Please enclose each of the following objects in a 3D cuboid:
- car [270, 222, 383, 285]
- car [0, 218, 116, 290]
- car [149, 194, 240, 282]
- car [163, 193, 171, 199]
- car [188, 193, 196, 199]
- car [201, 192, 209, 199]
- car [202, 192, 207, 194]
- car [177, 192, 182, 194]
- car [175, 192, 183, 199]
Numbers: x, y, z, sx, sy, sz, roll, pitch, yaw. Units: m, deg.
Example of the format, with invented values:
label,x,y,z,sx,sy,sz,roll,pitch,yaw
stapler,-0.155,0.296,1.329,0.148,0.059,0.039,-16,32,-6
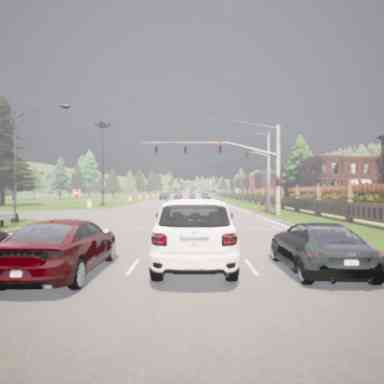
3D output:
label,x,y,z,sx,sy,sz,roll,pitch,yaw
car,3.566,1.535,9.406,1.994,1.385,4.181,0,0,0
car,-3.438,1.450,9.011,1.882,1.535,5.008,0,0,0
car,0.068,1.192,9.817,2.150,2.045,5.566,0,0,0
car,-6.983,1.052,92.695,1.837,1.490,4.892,0,0,0
car,0.017,1.091,92.694,2.033,1.411,5.357,0,0,0
car,3.517,0.907,92.663,2.097,1.767,4.553,0,0,0
car,3.515,1.337,82.721,1.895,1.301,4.718,0,0,0
car,-3.485,1.266,82.692,1.812,1.442,4.674,0,0,0
car,-3.483,0.907,92.664,2.097,1.767,4.553,0,0,0
